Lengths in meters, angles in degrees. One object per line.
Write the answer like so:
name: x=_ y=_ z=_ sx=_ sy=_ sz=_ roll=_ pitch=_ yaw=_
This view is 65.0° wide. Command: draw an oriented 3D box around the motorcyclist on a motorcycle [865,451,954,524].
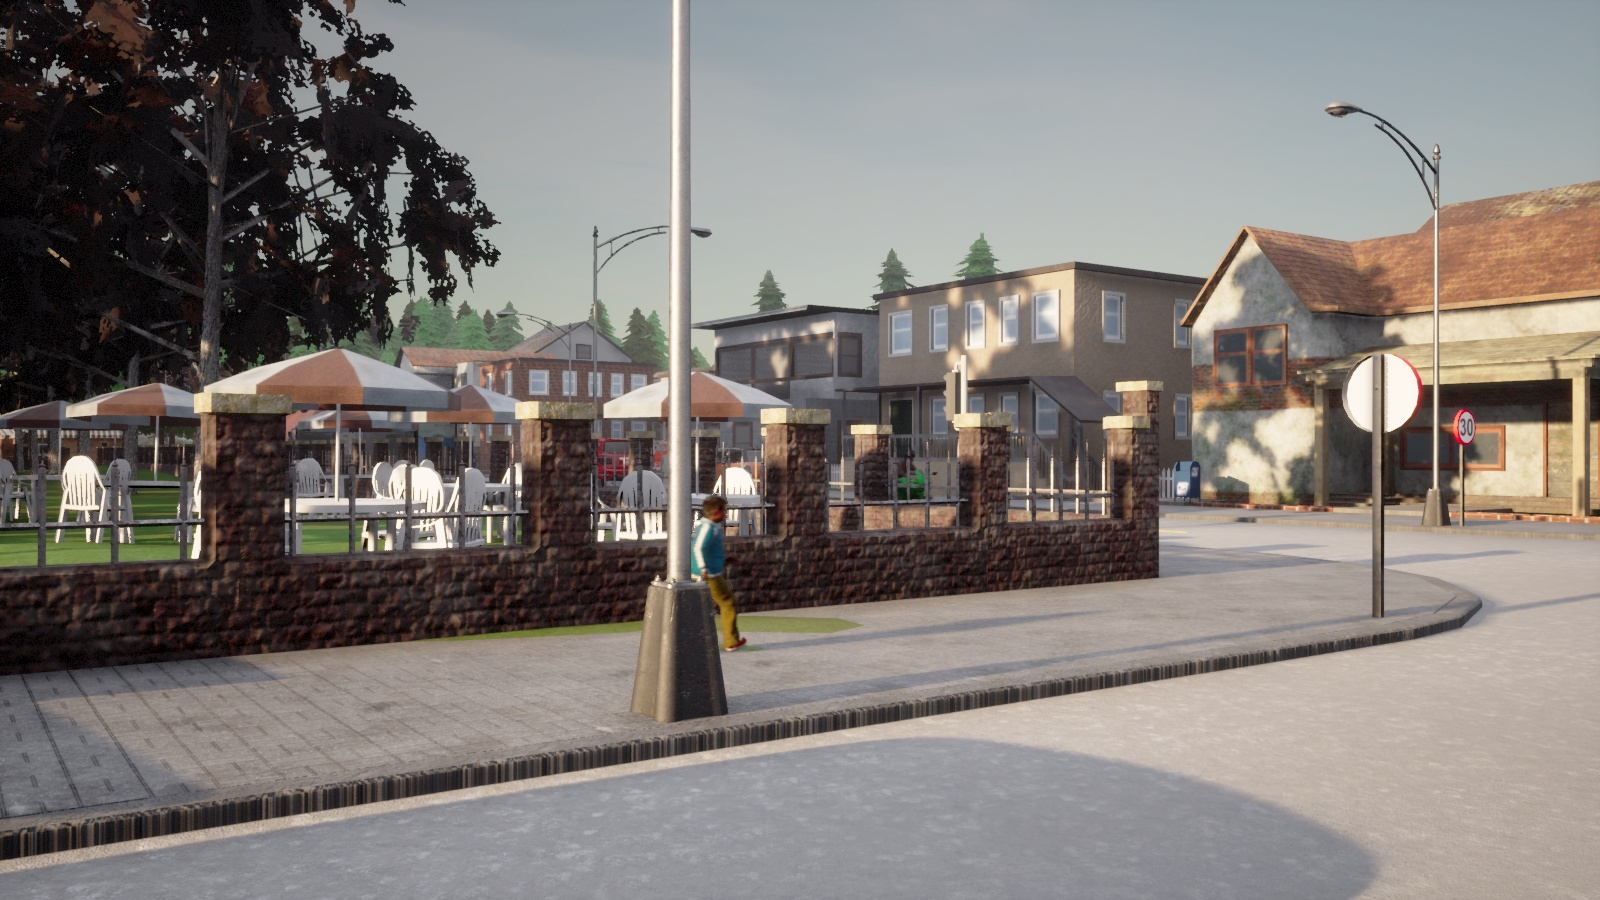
motorcyclist on a motorcycle: x=2.372 y=0.789 z=27.352 sx=0.797 sy=1.523 sz=2.044 roll=0 pitch=0 yaw=-35

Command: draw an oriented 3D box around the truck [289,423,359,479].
truck: x=-31.129 y=0.032 z=81.932 sx=2.891 sy=3.462 sz=7.936 roll=0 pitch=0 yaw=-31

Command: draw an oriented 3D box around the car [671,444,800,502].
car: x=-2.155 y=0.708 z=40.806 sx=2.097 sy=1.767 sz=4.553 roll=0 pitch=0 yaw=-35

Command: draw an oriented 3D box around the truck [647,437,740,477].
truck: x=-6.734 y=0.480 z=79.632 sx=5.204 sy=2.467 sz=2.627 roll=1 pitch=-1 yaw=-33

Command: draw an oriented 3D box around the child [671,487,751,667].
child: x=-0.615 y=0.857 z=8.669 sx=0.448 sy=1.192 sz=0.343 roll=0 pitch=0 yaw=-26

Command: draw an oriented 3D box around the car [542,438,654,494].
car: x=-7.976 y=0.601 z=49.126 sx=2.150 sy=2.045 sz=5.566 roll=0 pitch=0 yaw=-35
